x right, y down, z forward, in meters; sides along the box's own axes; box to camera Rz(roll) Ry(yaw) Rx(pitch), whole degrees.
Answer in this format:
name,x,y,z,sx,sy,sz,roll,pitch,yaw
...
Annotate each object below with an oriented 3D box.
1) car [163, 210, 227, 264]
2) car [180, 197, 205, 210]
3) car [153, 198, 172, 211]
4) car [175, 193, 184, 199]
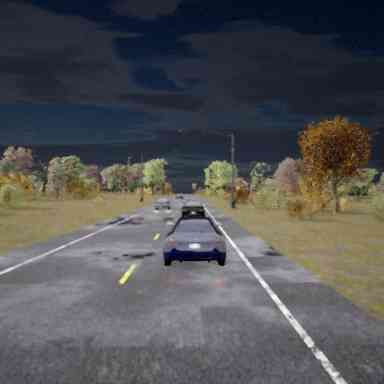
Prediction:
name,x,y,z,sx,sy,sz,roll,pitch,yaw
car,0.088,1.545,11.702,1.994,1.385,4.181,0,0,0
car,0.095,1.435,28.033,1.882,1.535,5.008,0,0,0
car,-3.584,1.469,40.923,1.812,1.442,4.674,0,0,0
car,-3.439,1.126,90.335,2.097,1.767,4.553,0,0,0
